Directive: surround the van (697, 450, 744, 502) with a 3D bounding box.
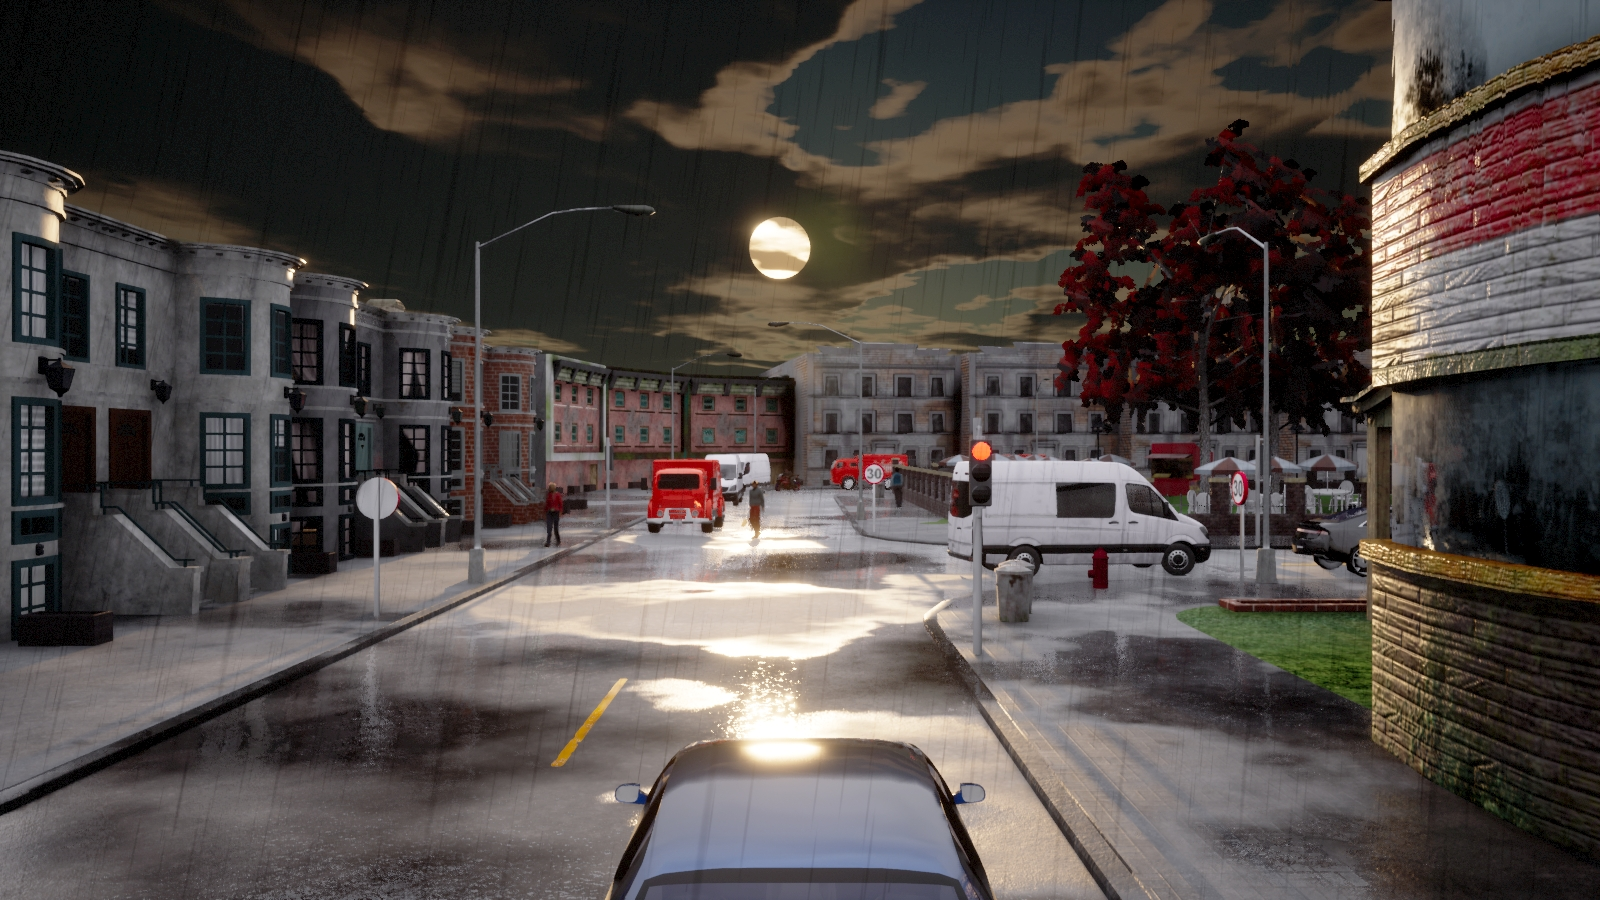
[{"bbox_3d":[-4.053,1.292,59.012,1.988,2.561,5.915,0,0,0],"label":"van"}]

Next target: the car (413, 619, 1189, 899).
[{"bbox_3d":[-0.001,1.884,5.268,2.033,1.411,5.357,0,0,0],"label":"car"}]

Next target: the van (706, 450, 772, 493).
[{"bbox_3d":[-3.694,1.290,70.575,1.988,2.561,5.915,0,0,19],"label":"van"}]

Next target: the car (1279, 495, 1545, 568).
[{"bbox_3d":[13.778,1.817,25.951,4.902,1.511,2.128,0,0,-1],"label":"car"}]

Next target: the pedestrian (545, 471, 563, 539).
[{"bbox_3d":[-6.790,1.513,31.556,0.375,1.860,0.375,0,0,11],"label":"pedestrian"}]

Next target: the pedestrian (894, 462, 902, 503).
[{"bbox_3d":[4.512,1.504,52.640,0.375,1.860,0.375,0,0,5],"label":"pedestrian"}]

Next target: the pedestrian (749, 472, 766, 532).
[{"bbox_3d":[-1.334,1.615,35.528,0.375,1.860,0.375,0,0,35],"label":"pedestrian"}]

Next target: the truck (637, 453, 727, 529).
[{"bbox_3d":[-4.014,1.333,39.953,2.627,2.467,5.204,0,0,0],"label":"truck"}]

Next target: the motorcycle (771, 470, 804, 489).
[{"bbox_3d":[-0.837,1.958,76.124,2.209,1.251,0.867,0,0,-42],"label":"motorcycle"}]

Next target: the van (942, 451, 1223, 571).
[{"bbox_3d":[6.389,1.304,26.031,5.915,2.561,1.988,0,0,-11],"label":"van"}]
